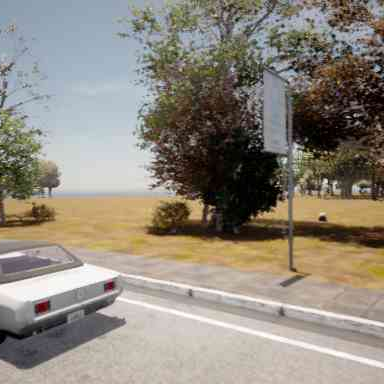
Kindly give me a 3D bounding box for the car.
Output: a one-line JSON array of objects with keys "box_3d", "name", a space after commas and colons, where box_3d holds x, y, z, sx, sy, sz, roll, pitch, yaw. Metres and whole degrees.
[{"box_3d": [-3.619, 1.598, 6.268, 4.718, 1.301, 1.895, 0, 0, 33], "name": "car"}]
